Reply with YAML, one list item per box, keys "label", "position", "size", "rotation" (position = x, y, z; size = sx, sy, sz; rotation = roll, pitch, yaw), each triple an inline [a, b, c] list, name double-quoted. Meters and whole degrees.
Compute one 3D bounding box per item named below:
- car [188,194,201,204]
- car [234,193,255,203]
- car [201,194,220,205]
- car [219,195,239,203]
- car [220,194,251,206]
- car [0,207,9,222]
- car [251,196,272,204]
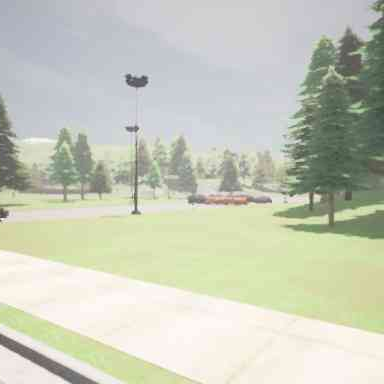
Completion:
- label: "car"
  position: [1.291, 1.107, 55.544]
  size: [2.097, 1.767, 4.553]
  rotation: [1, 0, 37]
- label: "car"
  position: [9.692, 1.134, 61.281]
  size: [2.097, 1.767, 4.553]
  rotation: [1, 0, 36]
- label: "car"
  position: [4.056, 1.134, 53.474]
  size: [2.097, 1.767, 4.553]
  rotation: [1, 0, 37]
- label: "car"
  position: [7.173, 1.319, 63.748]
  size: [1.994, 1.385, 4.181]
  rotation: [1, 0, 36]
- label: "car"
  position: [6.760, 1.161, 51.243]
  size: [2.097, 1.767, 4.553]
  rotation: [1, 0, 37]
- label: "car"
  position: [-14.837, 1.298, 22.018]
  size: [2.128, 1.511, 4.902]
  rotation: [0, 0, 38]
- label: "car"
  position: [12.780, 1.373, 59.577]
  size: [1.994, 1.385, 4.181]
  rotation: [1, 0, 36]
